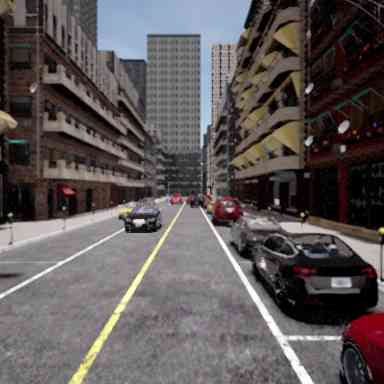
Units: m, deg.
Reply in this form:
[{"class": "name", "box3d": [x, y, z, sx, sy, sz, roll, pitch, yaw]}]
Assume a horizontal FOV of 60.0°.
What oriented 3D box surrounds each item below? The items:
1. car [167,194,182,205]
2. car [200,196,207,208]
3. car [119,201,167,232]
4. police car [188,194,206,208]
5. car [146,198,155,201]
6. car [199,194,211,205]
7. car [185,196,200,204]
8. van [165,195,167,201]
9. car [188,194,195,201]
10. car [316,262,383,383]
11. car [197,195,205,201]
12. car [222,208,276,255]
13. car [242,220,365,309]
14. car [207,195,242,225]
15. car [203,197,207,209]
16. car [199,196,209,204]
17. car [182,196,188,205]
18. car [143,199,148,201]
[{"class": "car", "box3d": [-2.901, 1.324, 62.712, 2.150, 2.045, 5.566, 0, 0, 0]}, {"class": "car", "box3d": [2.457, 1.659, 46.593, 1.802, 1.307, 4.206, -1, 0, 0]}, {"class": "car", "box3d": [-2.893, 1.526, 20.541, 2.128, 1.511, 4.902, 0, 0, 0]}, {"class": "police car", "box3d": [0.716, 1.509, 50.942, 1.930, 1.638, 5.238, 0, 0, 0]}, {"class": "car", "box3d": [-5.413, 1.508, 41.007, 1.967, 1.590, 4.097, -1, 0, 0]}, {"class": "car", "box3d": [2.418, 1.417, 63.241, 2.192, 1.841, 5.009, -1, 0, 0]}, {"class": "car", "box3d": [0.134, 1.612, 66.707, 1.837, 1.490, 4.892, 0, 0, 15]}, {"class": "van", "box3d": [-5.498, 1.467, 79.851, 1.690, 1.788, 3.998, -1, 0, 0]}, {"class": "car", "box3d": [-0.184, 1.428, 85.974, 1.882, 1.535, 5.008, 0, 0, 0]}, {"class": "car", "box3d": [2.552, 1.586, 2.202, 1.802, 1.307, 4.206, -1, 0, 0]}, {"class": "car", "box3d": [2.372, 1.575, 85.436, 1.967, 1.590, 4.097, -1, 0, 0]}, {"class": "car", "box3d": [2.527, 1.574, 13.299, 2.008, 1.369, 4.403, -1, 0, 0]}, {"class": "car", "box3d": [2.540, 1.580, 7.751, 1.947, 1.339, 4.313, -1, 0, 0]}, {"class": "car", "box3d": [2.501, 1.356, 24.398, 2.192, 1.841, 5.009, -1, 0, 0]}, {"class": "car", "box3d": [2.479, 1.585, 35.665, 1.752, 1.417, 4.829, -1, 0, 0]}, {"class": "car", "box3d": [2.408, 1.551, 68.789, 1.967, 1.590, 4.097, -1, 0, 0]}, {"class": "car", "box3d": [0.094, 1.576, 60.629, 1.882, 1.535, 5.008, 0, 0, -11]}, {"class": "car", "box3d": [-5.388, 1.575, 29.739, 1.752, 1.417, 4.829, -1, 0, 0]}]
